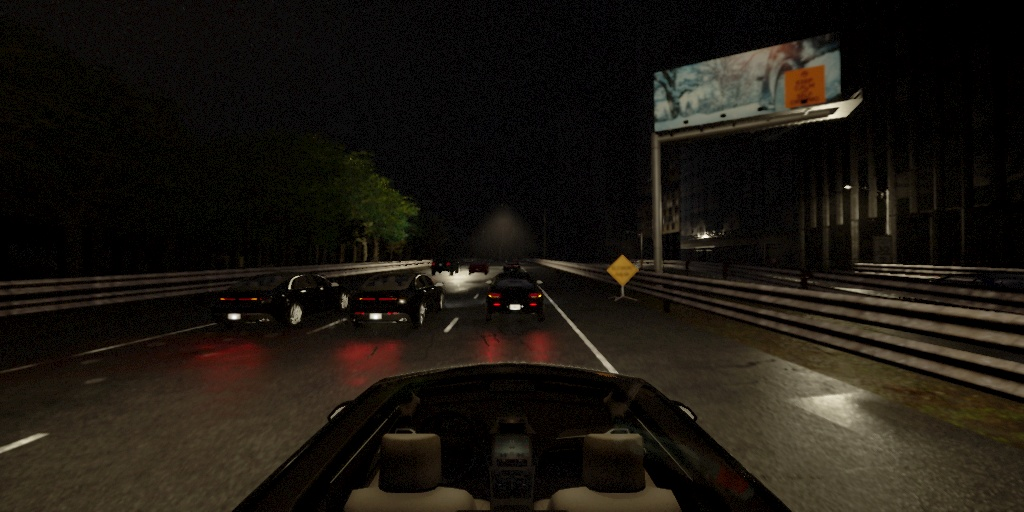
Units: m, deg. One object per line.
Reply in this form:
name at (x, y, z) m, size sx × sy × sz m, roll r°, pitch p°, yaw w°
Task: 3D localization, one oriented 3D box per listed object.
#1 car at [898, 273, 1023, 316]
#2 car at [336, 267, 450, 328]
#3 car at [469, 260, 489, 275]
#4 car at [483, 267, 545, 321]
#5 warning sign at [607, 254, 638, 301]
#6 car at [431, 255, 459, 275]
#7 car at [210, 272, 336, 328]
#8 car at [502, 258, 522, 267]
car at (14.189, 1.213, 10.873) m, size 1.994 × 1.385 × 4.181 m, roll 0°, pitch 0°, yaw 17°
car at (-3.403, 1.252, 11.370) m, size 1.837 × 1.490 × 4.892 m, roll 0°, pitch 0°, yaw 0°
car at (-3.508, 1.203, 38.578) m, size 1.882 × 1.535 × 5.008 m, roll 0°, pitch 0°, yaw 0°
car at (0.081, 1.272, 12.401) m, size 1.812 × 1.442 × 4.674 m, roll 0°, pitch 0°, yaw 0°
warning sign at (4.544, 0.860, 14.722) m, size 1.300 × 1.860 × 1.060 m, roll 0°, pitch 0°, yaw 0°
car at (-7.013, 0.948, 37.914) m, size 2.150 × 2.045 × 5.566 m, roll 0°, pitch 0°, yaw 0°
car at (-6.904, 1.252, 11.331) m, size 1.837 × 1.490 × 4.892 m, roll 0°, pitch 0°, yaw 0°
car at (-0.007, 1.218, 38.611) m, size 2.128 × 1.511 × 4.902 m, roll 0°, pitch 0°, yaw 0°
